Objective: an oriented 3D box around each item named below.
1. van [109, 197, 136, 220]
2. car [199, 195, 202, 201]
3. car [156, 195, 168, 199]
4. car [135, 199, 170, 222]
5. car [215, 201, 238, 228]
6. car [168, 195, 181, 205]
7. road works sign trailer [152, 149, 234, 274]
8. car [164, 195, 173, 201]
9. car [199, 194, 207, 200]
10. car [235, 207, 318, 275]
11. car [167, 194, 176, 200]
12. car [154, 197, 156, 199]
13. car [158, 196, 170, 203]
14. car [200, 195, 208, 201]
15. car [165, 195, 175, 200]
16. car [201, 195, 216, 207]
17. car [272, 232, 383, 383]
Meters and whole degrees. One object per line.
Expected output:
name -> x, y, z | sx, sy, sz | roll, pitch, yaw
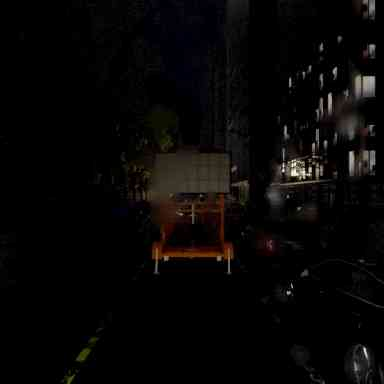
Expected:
van -> -5.645, 1.324, 27.534 | 1.690, 1.788, 3.998 | 0, 0, 0
car -> 2.795, 1.446, 67.281 | 1.887, 1.381, 4.507 | 0, 0, 0
car -> -5.603, 1.476, 55.948 | 1.887, 1.381, 4.507 | 0, 0, 0
car -> -3.062, 1.510, 26.358 | 1.812, 1.442, 4.674 | 0, 0, 0
car -> 2.726, 1.515, 22.000 | 1.752, 1.417, 4.829 | 0, 0, 0
car -> -2.918, 1.529, 56.830 | 1.895, 1.301, 4.718 | 0, 0, 0
road works sign trailer -> 0.031, 0.462, 10.526 | 2.380, 3.560, 2.880 | 0, 0, 1
car -> -5.569, 1.392, 78.509 | 1.752, 1.417, 4.829 | 0, 0, 0
car -> 2.828, 1.379, 90.007 | 2.008, 1.369, 4.403 | 0, 0, 0
car -> 2.709, 1.438, 10.464 | 1.967, 1.590, 4.097 | 0, 0, 0
car -> -5.552, 1.379, 90.046 | 2.008, 1.369, 4.403 | 0, 0, 0
car -> -5.629, 1.547, 38.900 | 1.802, 1.307, 4.206 | 0, 0, 0
car -> -5.586, 1.452, 67.315 | 2.008, 1.369, 4.403 | 0, 0, 0
car -> 2.812, 1.432, 78.643 | 1.947, 1.339, 4.313 | 0, 0, 0
car -> -5.560, 1.398, 84.363 | 2.008, 1.369, 4.403 | 0, 0, 0
car -> 2.769, 1.526, 50.237 | 1.802, 1.307, 4.206 | 0, 0, 0
car -> 2.700, 1.566, 4.783 | 1.947, 1.339, 4.313 | 0, 0, 0
